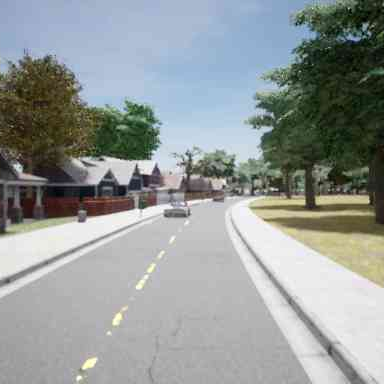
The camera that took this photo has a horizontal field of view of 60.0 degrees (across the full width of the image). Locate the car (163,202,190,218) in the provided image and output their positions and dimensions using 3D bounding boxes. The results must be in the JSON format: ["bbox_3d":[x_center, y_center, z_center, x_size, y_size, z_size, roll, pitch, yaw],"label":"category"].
[{"bbox_3d":[-1.283,1.524,29.345,1.895,1.301,4.718,0,0,6],"label":"car"}]

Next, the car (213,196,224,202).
[{"bbox_3d":[5.674,1.395,70.314,1.895,1.301,4.718,0,0,13],"label":"car"}]
